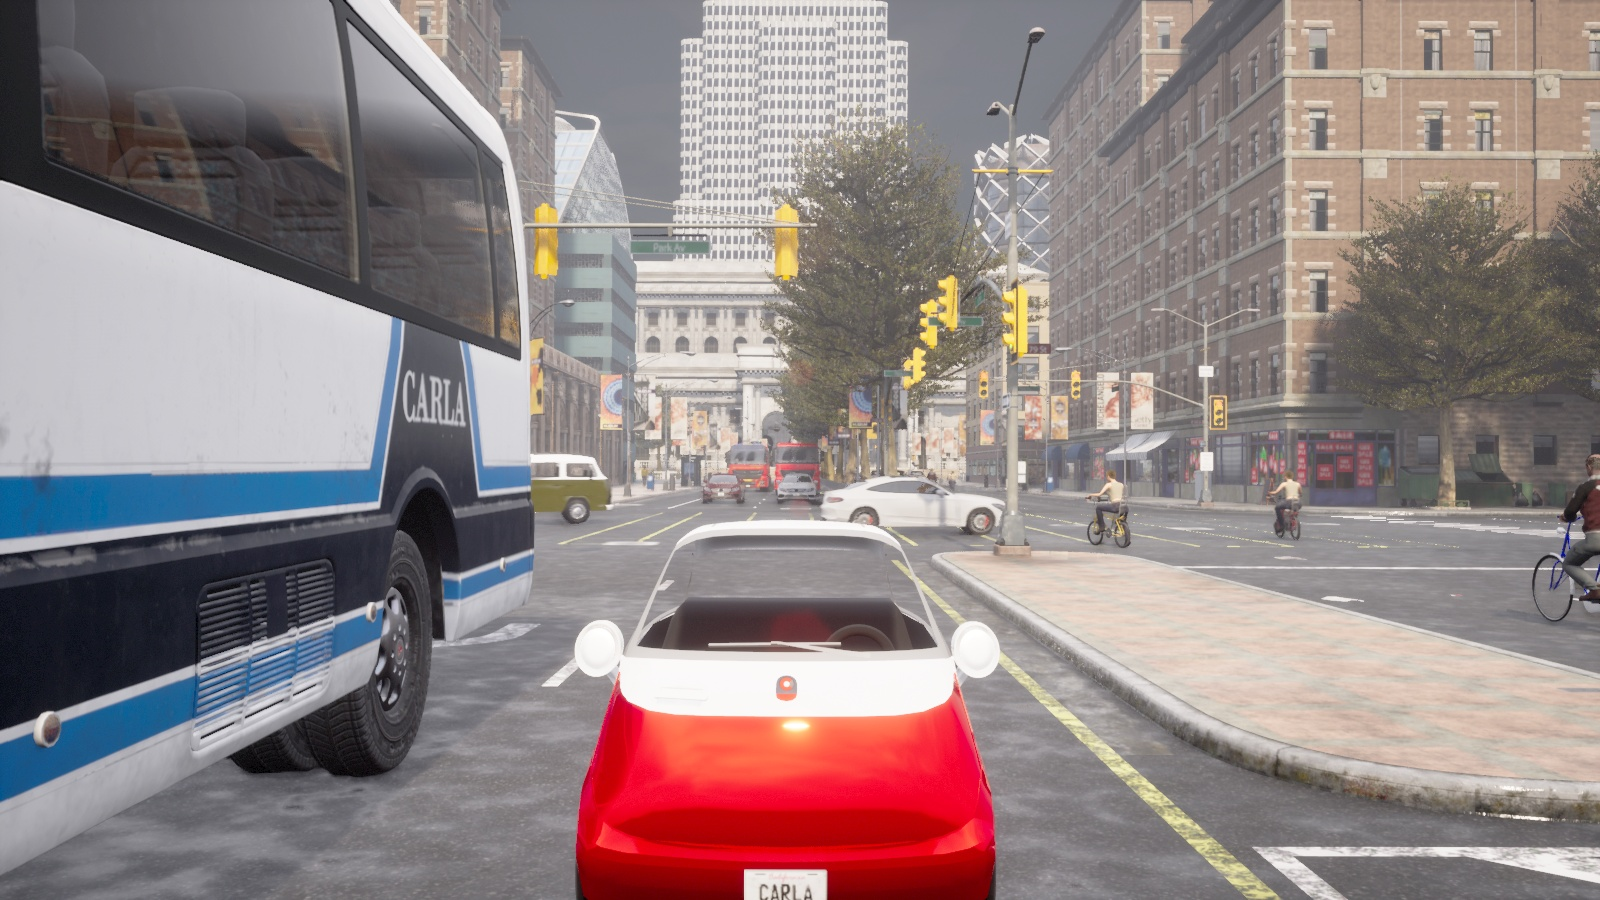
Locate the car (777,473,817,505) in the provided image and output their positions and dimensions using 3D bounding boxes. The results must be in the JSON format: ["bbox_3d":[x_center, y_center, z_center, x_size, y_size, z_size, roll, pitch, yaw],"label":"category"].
[{"bbox_3d":[-0.118,1.859,60.803,1.812,1.442,4.674,0,-1,1],"label":"car"}]

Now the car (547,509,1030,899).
[{"bbox_3d":[-0.039,0.953,4.966,1.481,1.376,2.207,0,-1,0],"label":"car"}]

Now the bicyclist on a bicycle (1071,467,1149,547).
[{"bbox_3d":[6.448,1.164,26.206,0.866,1.612,1.509,0,-1,-21],"label":"bicyclist on a bicycle"}]

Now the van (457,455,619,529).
[{"bbox_3d":[-7.610,1.178,36.396,4.480,2.038,2.069,0,-1,-15],"label":"van"}]

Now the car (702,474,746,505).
[{"bbox_3d":[-3.653,1.877,61.008,1.812,1.442,4.674,0,-1,1],"label":"car"}]

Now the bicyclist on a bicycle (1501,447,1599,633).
[{"bbox_3d":[7.942,0.866,12.700,0.659,1.776,1.843,0,-1,0],"label":"bicyclist on a bicycle"}]

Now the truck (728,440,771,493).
[{"bbox_3d":[-3.760,1.247,94.446,2.891,3.827,8.468,0,-1,0],"label":"truck"}]

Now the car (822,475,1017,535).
[{"bbox_3d":[2.923,1.355,31.390,4.674,1.442,1.812,0,-1,0],"label":"car"}]

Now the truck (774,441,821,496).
[{"bbox_3d":[-0.197,1.213,82.379,2.891,3.462,7.936,0,-1,-1],"label":"truck"}]

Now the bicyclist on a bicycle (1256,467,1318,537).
[{"bbox_3d":[11.396,1.198,29.422,0.866,1.612,1.509,0,-1,0],"label":"bicyclist on a bicycle"}]

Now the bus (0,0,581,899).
[{"bbox_3d":[-3.542,-0.482,3.923,3.944,4.253,10.273,0,0,0],"label":"bus"}]
